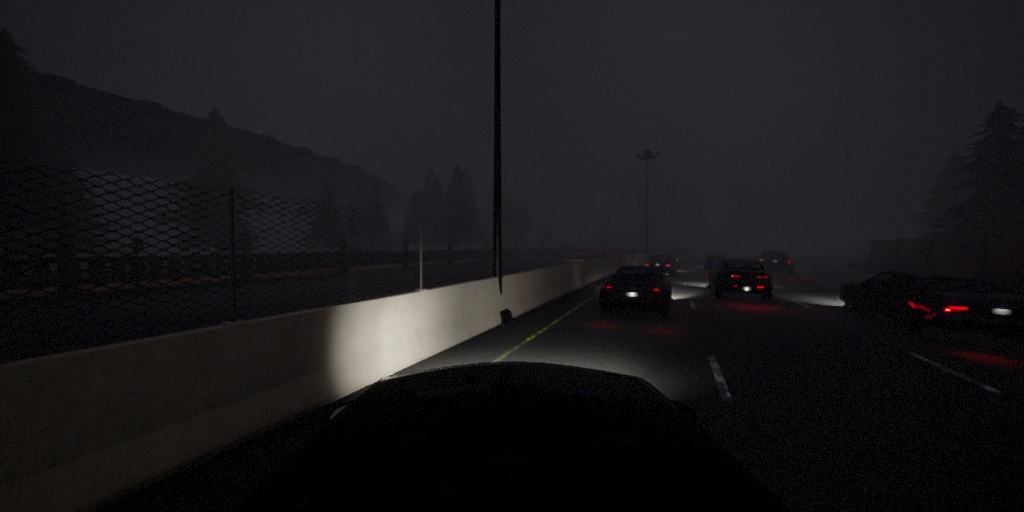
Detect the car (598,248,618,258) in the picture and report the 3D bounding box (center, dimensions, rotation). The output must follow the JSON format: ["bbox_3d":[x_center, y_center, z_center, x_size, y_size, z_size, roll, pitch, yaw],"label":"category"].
[{"bbox_3d":[14.181,-0.242,49.444,1.882,1.535,5.008,1,2,41],"label":"car"}]

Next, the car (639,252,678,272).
[{"bbox_3d":[10.755,0.564,25.773,2.033,1.411,5.357,1,2,29],"label":"car"}]

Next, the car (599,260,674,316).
[{"bbox_3d":[4.213,1.000,11.970,1.994,1.385,4.181,1,2,24],"label":"car"}]

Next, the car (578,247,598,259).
[{"bbox_3d":[11.276,-0.435,51.395,2.097,1.767,4.553,2,2,40],"label":"car"}]

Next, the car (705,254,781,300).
[{"bbox_3d":[9.465,0.853,15.117,1.837,1.490,4.892,1,2,24],"label":"car"}]

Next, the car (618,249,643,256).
[{"bbox_3d":[15.774,-0.007,45.987,1.895,1.301,4.718,2,2,40],"label":"car"}]

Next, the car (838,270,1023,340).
[{"bbox_3d":[10.721,1.078,9.376,2.033,1.411,5.357,1,2,24],"label":"car"}]

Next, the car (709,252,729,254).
[{"bbox_3d":[17.261,0.379,29.856,1.882,1.535,5.008,1,2,32],"label":"car"}]

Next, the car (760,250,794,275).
[{"bbox_3d":[19.519,0.352,26.870,2.097,1.767,4.553,1,2,31],"label":"car"}]
